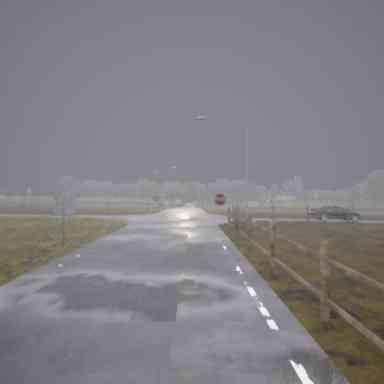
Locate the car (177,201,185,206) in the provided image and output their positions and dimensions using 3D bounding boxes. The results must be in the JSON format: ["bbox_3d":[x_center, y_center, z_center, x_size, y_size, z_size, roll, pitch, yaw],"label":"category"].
[{"bbox_3d":[-2.773,2.963,84.327,1.994,1.385,4.181,0,-2,0],"label":"car"}]

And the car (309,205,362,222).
[{"bbox_3d":[13.918,2.078,32.393,4.892,1.490,1.837,1,-2,0],"label":"car"}]
